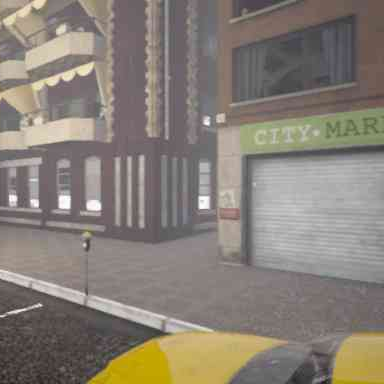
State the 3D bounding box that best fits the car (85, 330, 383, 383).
[{"bbox_3d":[1.251,1.525,1.982,4.829,1.417,1.752,0,0,35],"label":"car"}]
